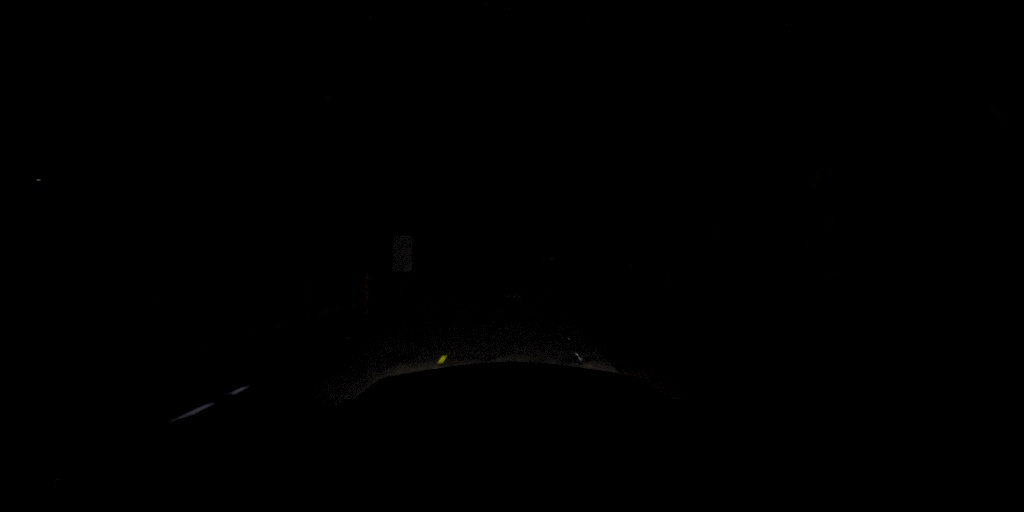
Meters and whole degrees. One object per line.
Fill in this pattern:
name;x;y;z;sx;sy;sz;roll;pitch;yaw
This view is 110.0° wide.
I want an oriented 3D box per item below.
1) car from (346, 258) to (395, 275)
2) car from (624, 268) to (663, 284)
car;-12.949;0.959;33.669;4.902;1.511;2.128;2;-3;0
car;13.049;1.847;33.590;4.892;1.490;1.837;2;-3;0
